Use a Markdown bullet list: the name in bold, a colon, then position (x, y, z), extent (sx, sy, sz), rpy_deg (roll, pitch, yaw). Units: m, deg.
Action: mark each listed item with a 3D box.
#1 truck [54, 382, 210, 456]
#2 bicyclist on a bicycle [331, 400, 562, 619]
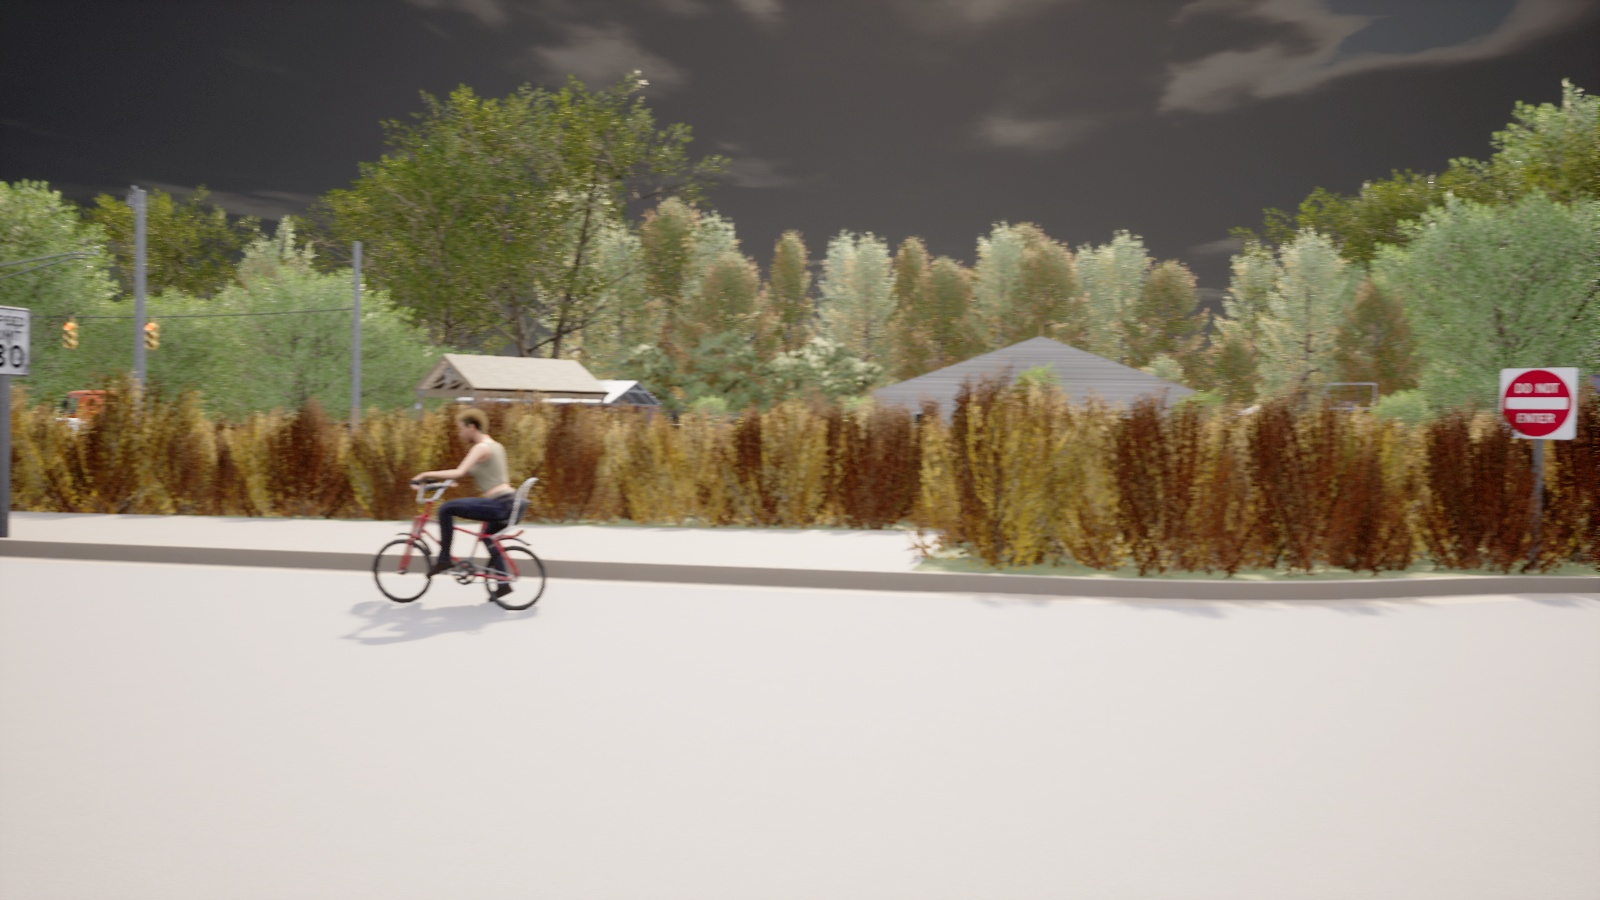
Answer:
- **truck**: position (-33.059, -1.601, 62.111), extent (7.936, 3.462, 2.891), rpy_deg (2, 2, 28)
- **bicyclist on a bicycle**: position (-2.822, 0.441, 10.126), extent (1.509, 1.612, 0.866), rpy_deg (3, 2, 9)
